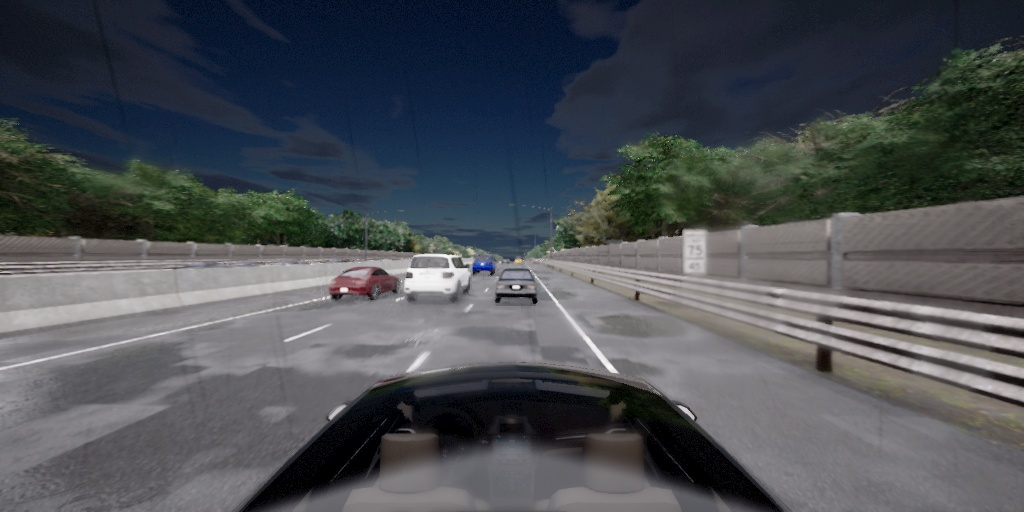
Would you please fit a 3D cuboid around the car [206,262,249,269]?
[{"bbox_3d":[-20.670,1.149,27.727,1.994,1.385,4.181,0,0,1],"label":"car"}]

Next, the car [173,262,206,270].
[{"bbox_3d":[-24.163,1.124,28.049,1.994,1.385,4.181,0,0,1],"label":"car"}]

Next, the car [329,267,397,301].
[{"bbox_3d":[-6.791,1.217,16.894,1.812,1.442,4.674,0,0,1],"label":"car"}]

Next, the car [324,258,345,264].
[{"bbox_3d":[-23.702,1.028,48.843,2.128,1.511,4.902,0,0,1],"label":"car"}]

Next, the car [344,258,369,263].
[{"bbox_3d":[-20.218,1.124,48.248,1.994,1.385,4.181,0,0,1],"label":"car"}]

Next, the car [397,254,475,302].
[{"bbox_3d":[-3.292,0.940,16.829,2.150,2.045,5.566,0,0,1],"label":"car"}]

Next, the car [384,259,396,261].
[{"bbox_3d":[-16.706,1.110,48.627,1.812,1.442,4.674,0,0,1],"label":"car"}]

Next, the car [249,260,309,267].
[{"bbox_3d":[-17.171,1.101,27.641,2.128,1.511,4.902,0,0,1],"label":"car"}]

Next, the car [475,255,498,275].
[{"bbox_3d":[-2.893,0.918,38.047,2.150,2.045,5.566,0,0,1],"label":"car"}]

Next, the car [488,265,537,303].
[{"bbox_3d":[0.205,1.288,16.766,2.033,1.411,5.357,0,0,1],"label":"car"}]
